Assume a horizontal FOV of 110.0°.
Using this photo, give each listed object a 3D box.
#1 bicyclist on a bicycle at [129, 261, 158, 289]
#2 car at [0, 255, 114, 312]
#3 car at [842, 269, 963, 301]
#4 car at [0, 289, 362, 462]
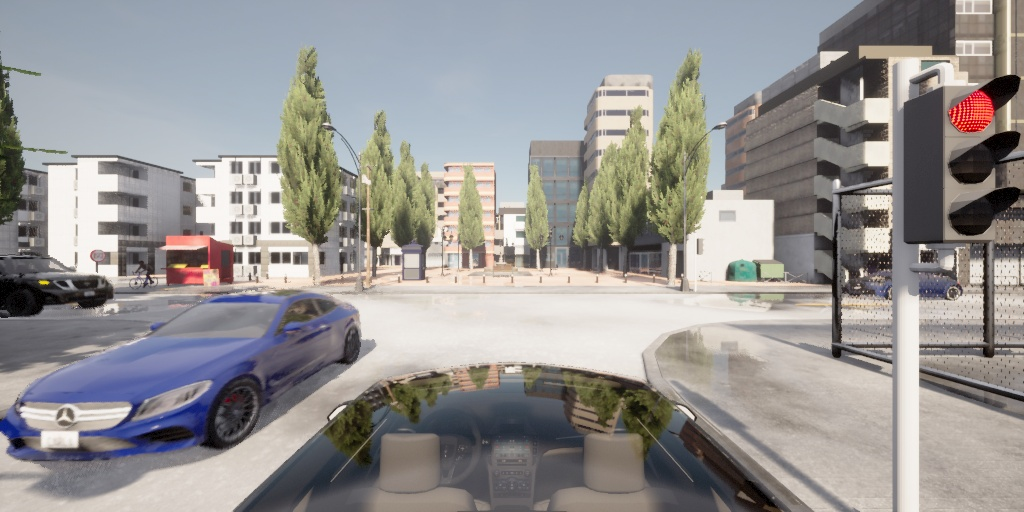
[{"bbox_3d":[-21.561,1.099,21.015,0.582,1.620,1.656,0,0,0],"label":"bicyclist on a bicycle"},{"bbox_3d":[-17.639,0.971,12.620,5.566,2.045,2.150,0,0,0],"label":"car"},{"bbox_3d":[18.210,1.314,16.853,4.181,1.385,1.994,0,0,0],"label":"car"},{"bbox_3d":[-3.817,1.276,5.326,1.812,1.442,4.674,1,0,-1],"label":"car"}]
